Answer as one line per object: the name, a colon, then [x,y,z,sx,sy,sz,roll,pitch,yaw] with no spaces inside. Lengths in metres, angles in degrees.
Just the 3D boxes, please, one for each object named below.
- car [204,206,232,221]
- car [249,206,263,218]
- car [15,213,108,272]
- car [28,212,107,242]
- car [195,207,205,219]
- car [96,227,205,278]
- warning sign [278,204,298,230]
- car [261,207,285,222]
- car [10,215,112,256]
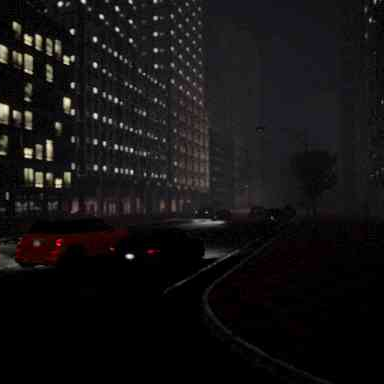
car: [3.667,2.774,41.626,2.128,1.511,4.902,-1,-2,22]
car: [9.479,2.785,47.071,2.097,1.767,4.553,-1,-2,21]
car: [-4.122,1.721,12.512,2.097,1.767,4.553,-1,-2,21]
car: [-7.800,2.153,21.452,1.882,1.535,5.008,-1,-2,21]
car: [2.027,2.791,46.269,2.097,1.767,4.553,-1,-2,22]
car: [-1.056,1.883,11.410,1.994,1.385,4.181,-1,-2,21]
warning sign: [7.139,1.830,24.709,1.300,1.860,1.060,0,-1,21]
car: [9.665,2.662,38.662,1.837,1.490,4.892,-1,-2,21]
car: [-6.229,2.014,16.571,1.837,1.490,4.892,-1,-2,21]
